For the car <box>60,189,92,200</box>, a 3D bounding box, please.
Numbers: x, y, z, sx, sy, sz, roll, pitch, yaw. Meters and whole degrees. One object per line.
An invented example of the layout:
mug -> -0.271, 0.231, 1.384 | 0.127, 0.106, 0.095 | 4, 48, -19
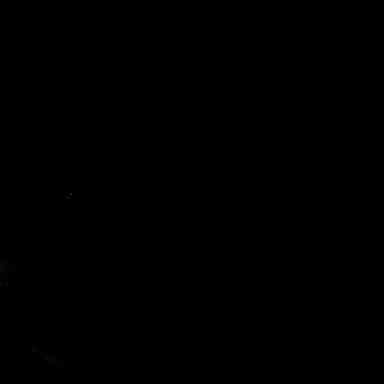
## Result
car -> -18.948, 0.375, 54.658 | 2.097, 1.767, 4.553 | 2, 1, 34

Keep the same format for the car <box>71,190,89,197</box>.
car -> -16.480, 0.701, 52.092 | 1.895, 1.301, 4.718 | 2, 1, 34
